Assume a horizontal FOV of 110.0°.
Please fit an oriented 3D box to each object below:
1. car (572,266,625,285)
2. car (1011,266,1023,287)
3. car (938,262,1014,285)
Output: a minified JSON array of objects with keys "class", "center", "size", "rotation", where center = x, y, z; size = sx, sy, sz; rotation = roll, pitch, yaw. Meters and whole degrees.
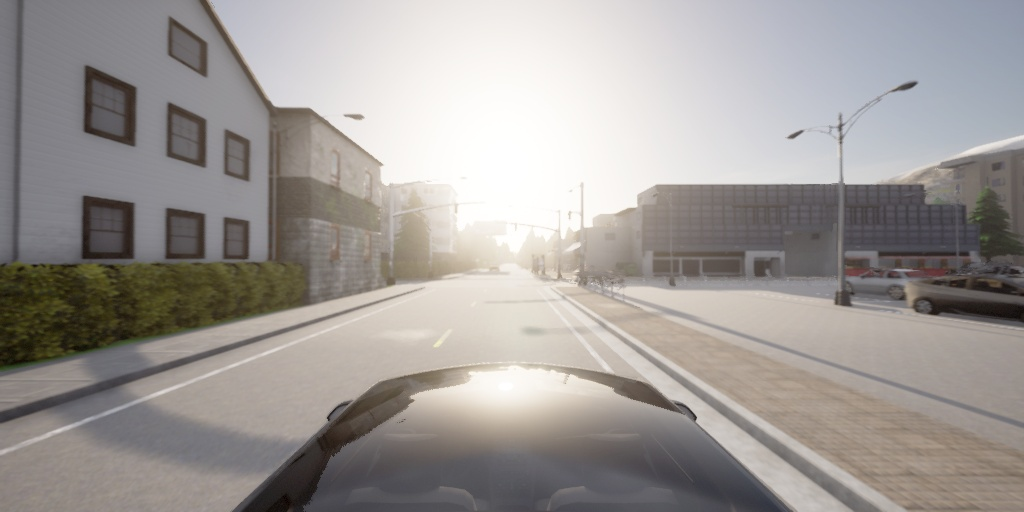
[{"class":"car","center":[7.889,1.692,32.794],"size":[4.553,1.767,2.097],"rotation":[0,-1,0]},{"class":"car","center":[49.997,1.885,32.914],"size":[4.902,1.511,2.128],"rotation":[1,-1,0]},{"class":"car","center":[47.595,1.613,36.414],"size":[5.566,2.045,2.150],"rotation":[0,-1,0]}]
